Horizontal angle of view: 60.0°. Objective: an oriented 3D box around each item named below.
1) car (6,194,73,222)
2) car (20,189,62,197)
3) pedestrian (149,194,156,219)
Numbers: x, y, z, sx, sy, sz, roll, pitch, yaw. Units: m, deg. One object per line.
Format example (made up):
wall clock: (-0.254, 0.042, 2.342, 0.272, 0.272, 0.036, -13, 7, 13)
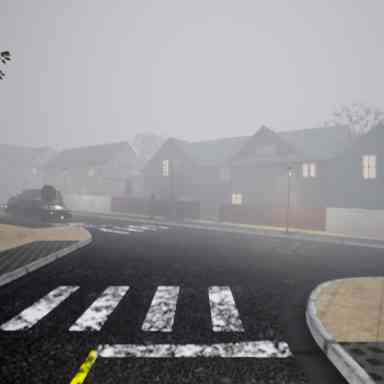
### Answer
car: (-10.572, 1.167, 22.811, 5.357, 1.411, 2.033, 2, 0, 32)
car: (-13.101, 0.751, 27.913, 5.566, 2.045, 2.150, 2, 0, 32)
pedestrian: (-3.015, 1.079, 24.971, 0.375, 1.860, 0.375, -1, -5, 32)
